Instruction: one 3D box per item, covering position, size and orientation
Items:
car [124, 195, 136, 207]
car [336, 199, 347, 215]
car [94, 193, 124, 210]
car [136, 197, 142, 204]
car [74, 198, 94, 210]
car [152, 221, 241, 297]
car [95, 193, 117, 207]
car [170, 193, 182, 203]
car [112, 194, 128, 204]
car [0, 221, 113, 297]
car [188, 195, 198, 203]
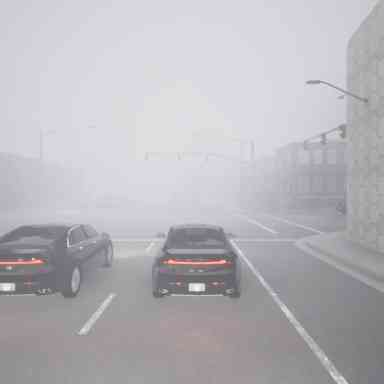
[{"bbox_3d":[-10.422,1.352,51.111,2.097,1.767,4.553,0,0,0],"label":"car"},{"bbox_3d":[14.910,0.764,27.576,5.566,2.045,2.150,-5,0,0],"label":"car"},{"bbox_3d":[-10.454,1.352,42.258,2.097,1.767,4.553,0,0,0],"label":"car"},{"bbox_3d":[-10.364,1.563,61.004,1.994,1.385,4.181,0,0,1],"label":"car"},{"bbox_3d":[-13.946,1.491,43.758,2.128,1.511,4.902,0,0,0],"label":"car"},{"bbox_3d":[0.106,1.505,8.537,1.837,1.490,4.892,0,0,0],"label":"car"},{"bbox_3d":[-13.905,1.221,54.052,2.150,2.045,5.566,0,0,0],"label":"car"},{"bbox_3d":[-3.279,1.221,68.315,2.150,2.045,5.566,0,0,0],"label":"car"},{"bbox_3d":[-13.834,1.353,63.878,2.097,1.767,4.553,0,0,1],"label":"car"},{"bbox_3d":[-3.394,1.505,8.553,1.837,1.490,4.892,0,0,0],"label":"car"},{"bbox_3d":[0.221,1.352,68.248,2.097,1.767,4.553,0,0,0],"label":"car"}]
